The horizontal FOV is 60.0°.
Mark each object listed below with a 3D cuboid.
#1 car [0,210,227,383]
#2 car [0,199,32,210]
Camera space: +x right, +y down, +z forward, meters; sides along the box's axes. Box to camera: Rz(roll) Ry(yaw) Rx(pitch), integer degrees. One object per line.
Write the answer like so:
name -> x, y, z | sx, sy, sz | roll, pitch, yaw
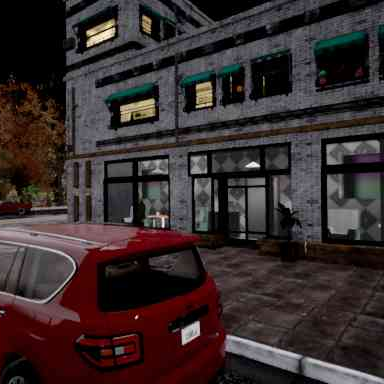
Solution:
car -> -1.951, 1.316, 4.303 | 5.009, 1.841, 2.192 | 0, -1, 36
car -> -17.558, 1.459, 30.744 | 1.895, 1.301, 4.718 | -1, 0, 37
